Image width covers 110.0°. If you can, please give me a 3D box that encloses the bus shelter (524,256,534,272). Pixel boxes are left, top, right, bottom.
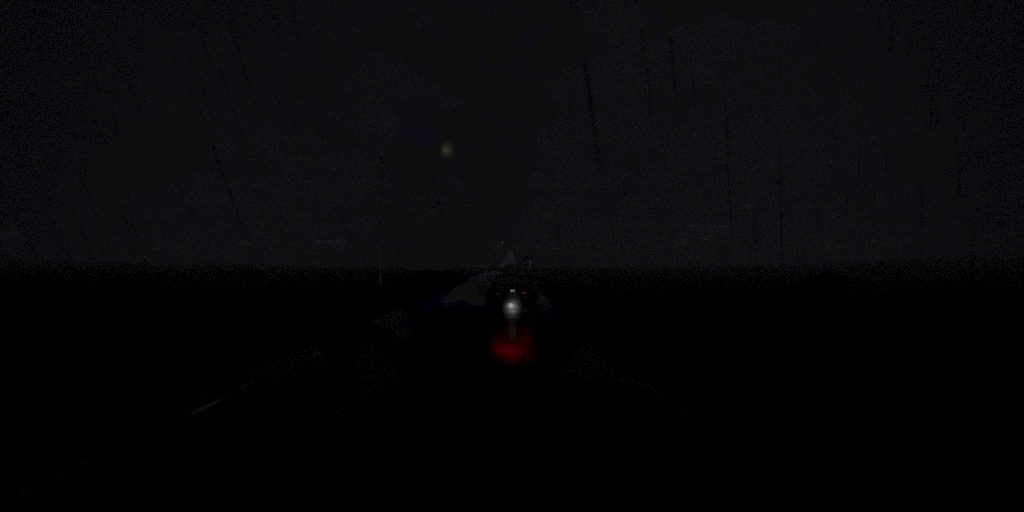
[{"bbox_3d":[3.120,1.397,64.823,1.920,2.740,3.880,0,0,0],"label":"bus shelter"}]

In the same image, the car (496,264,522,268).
[{"bbox_3d":[0.044,1.435,28.923,2.097,1.767,4.553,0,-1,1],"label":"car"}]

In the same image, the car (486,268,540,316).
[{"bbox_3d":[0.047,1.408,14.106,1.837,1.490,4.892,0,0,1],"label":"car"}]

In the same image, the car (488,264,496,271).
[{"bbox_3d":[-2.811,2.010,58.784,1.994,1.385,4.181,0,-1,0],"label":"car"}]
